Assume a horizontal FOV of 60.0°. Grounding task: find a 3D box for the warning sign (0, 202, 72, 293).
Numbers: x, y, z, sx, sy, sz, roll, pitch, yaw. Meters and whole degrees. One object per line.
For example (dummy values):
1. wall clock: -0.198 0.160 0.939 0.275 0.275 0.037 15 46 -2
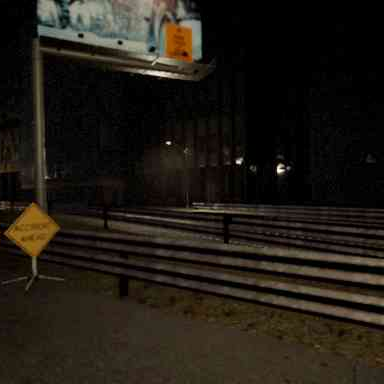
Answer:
1. warning sign: -3.715 1.182 7.804 1.060 1.860 1.300 -1 0 36
